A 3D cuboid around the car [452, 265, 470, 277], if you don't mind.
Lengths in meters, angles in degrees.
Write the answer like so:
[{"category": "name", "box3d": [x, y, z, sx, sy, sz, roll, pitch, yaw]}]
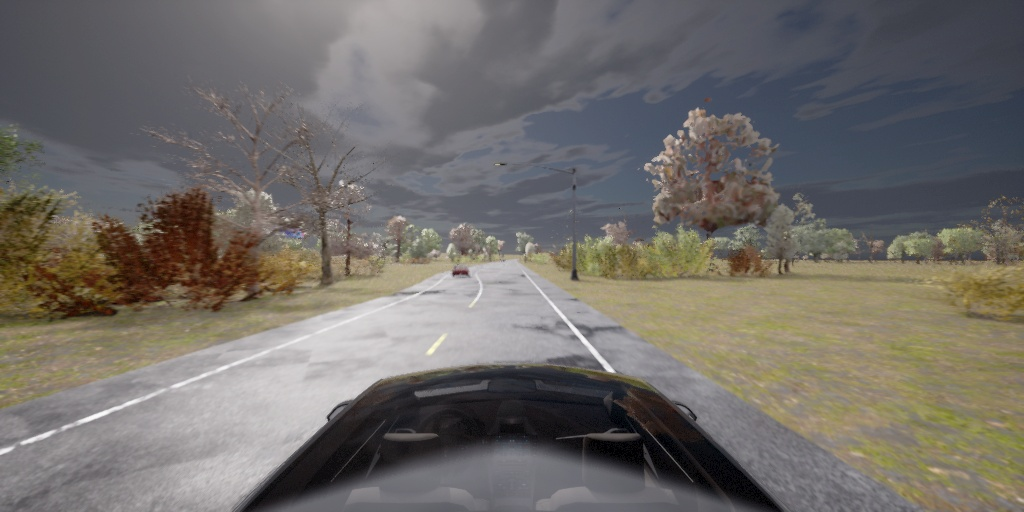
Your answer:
[{"category": "car", "box3d": [-5.638, 1.663, 39.616, 1.895, 1.301, 4.718, 0, 0, -7]}]
